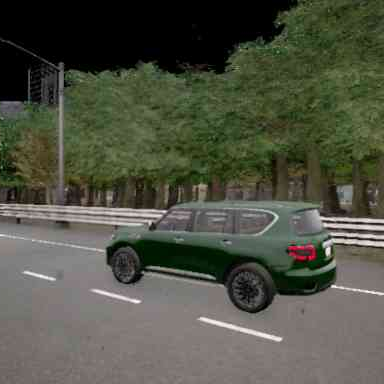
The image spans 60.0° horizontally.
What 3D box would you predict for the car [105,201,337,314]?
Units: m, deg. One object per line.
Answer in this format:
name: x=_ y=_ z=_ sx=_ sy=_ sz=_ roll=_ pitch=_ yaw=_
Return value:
car: x=0.400 y=1.225 z=7.879 sx=5.566 sy=2.045 sz=2.150 roll=0 pitch=0 yaw=36
